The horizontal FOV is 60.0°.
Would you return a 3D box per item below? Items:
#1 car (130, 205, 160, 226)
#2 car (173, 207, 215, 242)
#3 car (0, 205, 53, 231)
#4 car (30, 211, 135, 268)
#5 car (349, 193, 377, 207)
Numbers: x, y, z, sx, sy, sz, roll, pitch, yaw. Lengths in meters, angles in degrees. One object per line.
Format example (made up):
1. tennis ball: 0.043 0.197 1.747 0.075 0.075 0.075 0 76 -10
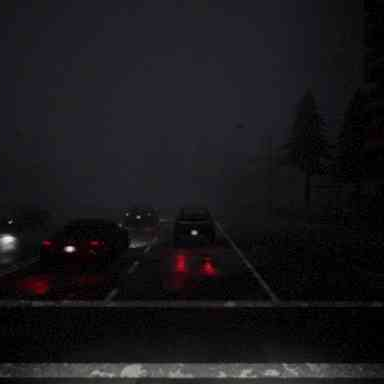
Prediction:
1. car: -3.402 1.562 23.210 1.994 1.385 4.181 0 0 0
2. car: 0.102 1.490 16.278 2.128 1.511 4.902 0 0 0
3. car: -10.555 1.546 20.667 2.033 1.411 5.357 0 0 0
4. car: -3.398 1.563 11.260 1.994 1.385 4.181 0 0 0
5. car: 21.597 1.162 39.569 5.566 2.045 2.150 0 0 0
